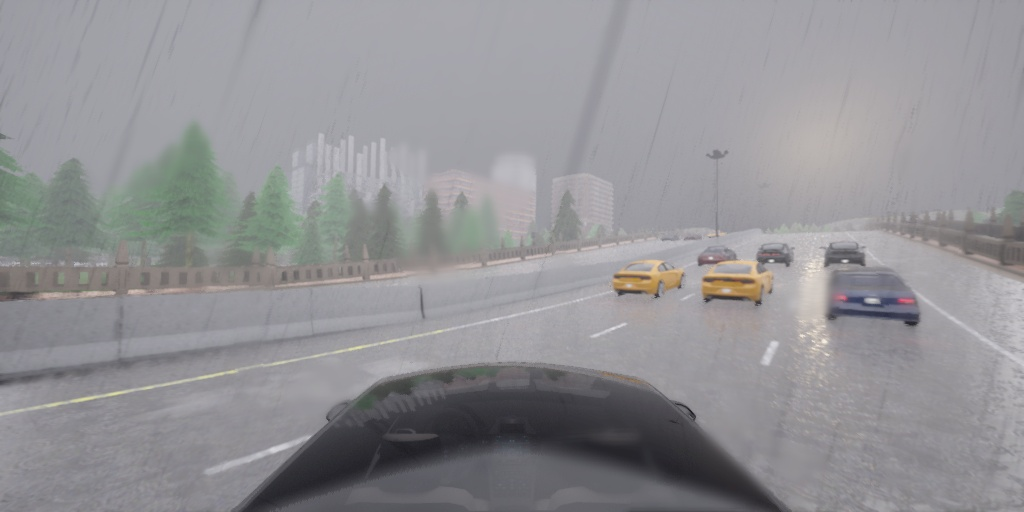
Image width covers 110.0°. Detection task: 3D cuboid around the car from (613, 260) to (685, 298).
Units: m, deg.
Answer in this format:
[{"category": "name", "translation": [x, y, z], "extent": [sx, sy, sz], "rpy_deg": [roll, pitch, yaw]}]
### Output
[{"category": "car", "translation": [6.468, 0.924, 16.674], "extent": [1.882, 1.535, 5.008], "rpy_deg": [0, 3, 41]}]

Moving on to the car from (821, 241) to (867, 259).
[{"category": "car", "translation": [21.016, -0.190, 22.748], "extent": [1.837, 1.490, 4.892], "rpy_deg": [0, 6, 41]}]

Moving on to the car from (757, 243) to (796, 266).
[{"category": "car", "translation": [18.378, -0.177, 25.048], "extent": [1.837, 1.490, 4.892], "rpy_deg": [0, 6, 41]}]

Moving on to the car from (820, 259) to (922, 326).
[{"category": "car", "translation": [10.663, 1.049, 10.853], "extent": [2.033, 1.411, 5.357], "rpy_deg": [0, 3, 41]}]

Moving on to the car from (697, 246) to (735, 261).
[{"category": "car", "translation": [15.488, -0.072, 27.063], "extent": [1.994, 1.385, 4.181], "rpy_deg": [0, 5, 41]}]

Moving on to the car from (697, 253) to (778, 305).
[{"category": "car", "translation": [9.121, 0.910, 14.391], "extent": [1.882, 1.535, 5.008], "rpy_deg": [0, 3, 41]}]
